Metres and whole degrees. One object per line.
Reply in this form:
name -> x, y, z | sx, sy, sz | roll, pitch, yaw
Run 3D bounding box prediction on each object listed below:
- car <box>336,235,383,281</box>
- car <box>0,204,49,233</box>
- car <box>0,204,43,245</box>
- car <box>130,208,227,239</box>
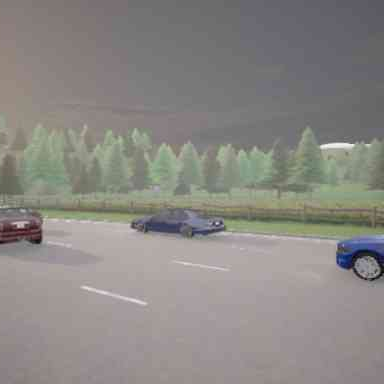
car -> 6.233, 1.477, 8.144 | 5.008, 1.535, 1.882 | 0, 0, 35
car -> -10.937, 1.527, 20.205 | 4.674, 1.442, 1.812 | 0, 0, 33
car -> -8.497, 1.353, 14.321 | 4.553, 1.767, 2.097 | 0, 0, 35
car -> -0.820, 1.548, 17.475 | 5.357, 1.411, 2.033 | 0, 0, 35
